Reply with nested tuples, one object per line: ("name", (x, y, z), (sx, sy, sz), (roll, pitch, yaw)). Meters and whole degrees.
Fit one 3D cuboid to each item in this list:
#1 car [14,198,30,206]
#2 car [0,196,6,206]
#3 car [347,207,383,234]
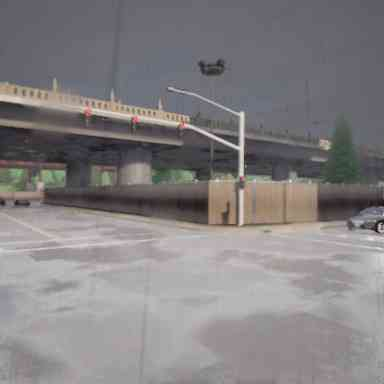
("car", (-29.324, 1.728, 57.458), (1.994, 1.385, 4.181), (1, -1, -36))
("car", (-33.207, 1.478, 56.873), (2.097, 1.767, 4.553), (1, 0, -36))
("car", (11.709, 1.704, 20.937), (4.902, 1.511, 2.128), (1, 0, -35))
